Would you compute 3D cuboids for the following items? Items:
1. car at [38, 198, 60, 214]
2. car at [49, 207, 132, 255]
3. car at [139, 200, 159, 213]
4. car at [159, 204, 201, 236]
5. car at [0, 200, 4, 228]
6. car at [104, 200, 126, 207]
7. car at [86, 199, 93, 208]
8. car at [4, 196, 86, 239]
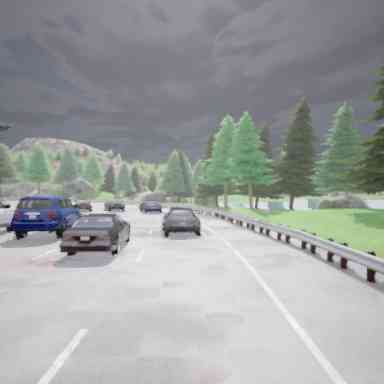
[{"bbox_3d":[-15.934,1.490,37.332,2.128,1.511,4.902,0,0,-22],"label":"car"},{"bbox_3d":[-3.597,1.547,13.235,2.033,1.411,5.357,0,0,-3],"label":"car"},{"bbox_3d":[-4.605,1.562,36.750,1.994,1.385,4.181,0,0,-18],"label":"car"},{"bbox_3d":[-0.669,1.562,18.623,1.994,1.385,4.181,0,0,-6],"label":"car"},{"bbox_3d":[-10.927,1.217,17.014,2.150,2.045,5.566,0,0,-6],"label":"car"},{"bbox_3d":[-9.182,1.599,39.309,1.895,1.301,4.718,0,0,-22],"label":"car"},{"bbox_3d":[-12.815,1.522,38.971,1.812,1.442,4.674,0,0,-22],"label":"car"},{"bbox_3d":[-7.449,1.219,17.558,2.150,2.045,5.566,0,0,-7],"label":"car"}]
